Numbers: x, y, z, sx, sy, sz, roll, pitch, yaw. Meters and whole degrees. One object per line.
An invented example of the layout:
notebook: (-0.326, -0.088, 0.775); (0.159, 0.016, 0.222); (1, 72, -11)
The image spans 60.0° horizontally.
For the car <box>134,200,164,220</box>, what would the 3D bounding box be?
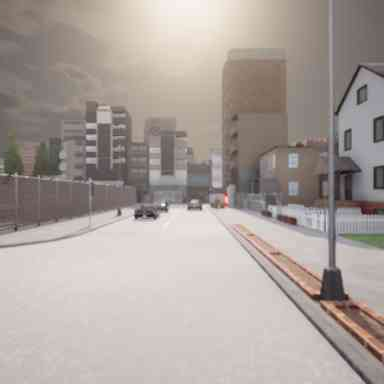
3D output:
car: (-3.905, 1.696, 29.643); (1.895, 1.301, 4.718); (0, 0, 0)

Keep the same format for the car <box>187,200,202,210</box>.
car: (0.387, 1.697, 44.676); (1.994, 1.385, 4.181); (0, 0, 0)

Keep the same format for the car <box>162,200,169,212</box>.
car: (-3.830, 1.689, 39.711); (1.994, 1.385, 4.181); (0, 0, 0)
